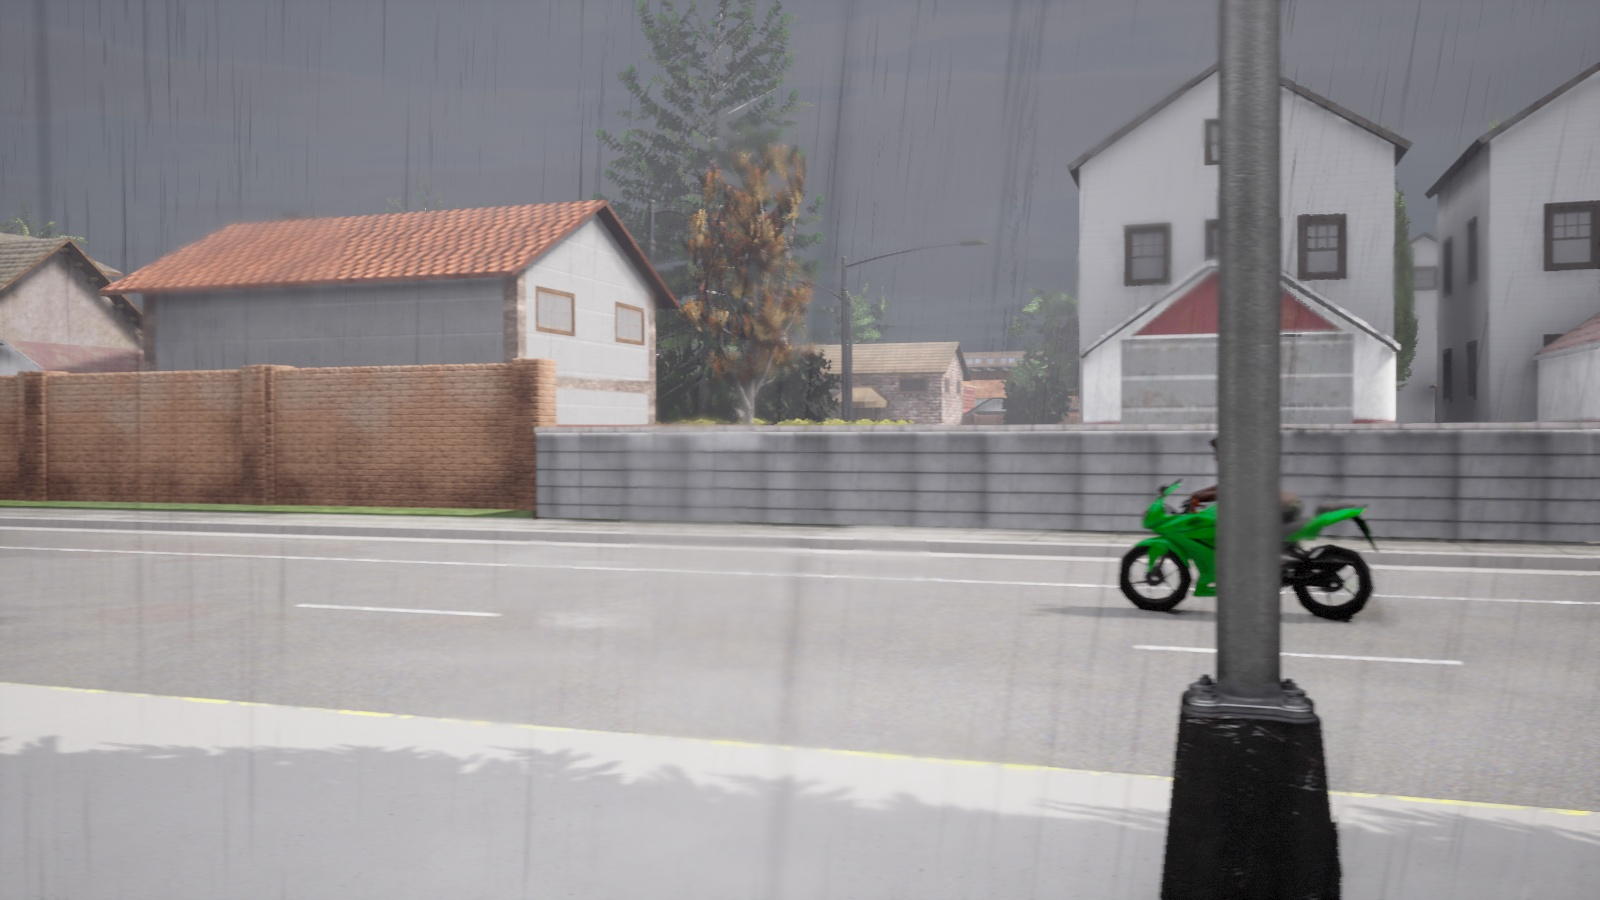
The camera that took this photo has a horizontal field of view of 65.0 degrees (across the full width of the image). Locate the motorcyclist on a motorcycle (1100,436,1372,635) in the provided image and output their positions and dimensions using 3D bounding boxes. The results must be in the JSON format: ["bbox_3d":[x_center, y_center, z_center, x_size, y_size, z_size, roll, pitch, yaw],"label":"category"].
[{"bbox_3d":[3.578,0.655,10.429,2.044,1.523,0.797,1,1,19],"label":"motorcyclist on a motorcycle"}]
